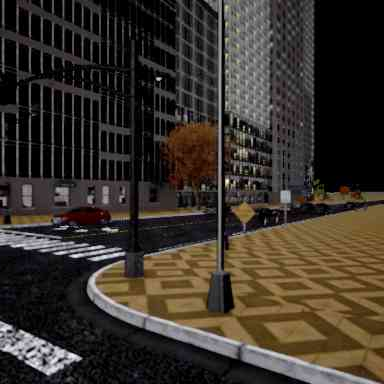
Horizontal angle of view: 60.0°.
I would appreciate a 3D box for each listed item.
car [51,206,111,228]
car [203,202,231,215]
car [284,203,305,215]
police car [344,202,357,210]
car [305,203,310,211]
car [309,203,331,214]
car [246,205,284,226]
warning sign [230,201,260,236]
[{"bbox_3d":[-8.160,1.814,24.891,1.812,1.442,4.674,0,-1,33],"label":"car"},{"bbox_3d":[3.241,2.015,42.536,2.097,1.767,4.553,0,-1,33],"label":"car"},{"bbox_3d":[13.701,2.385,46.505,2.033,1.411,5.357,0,-1,33],"label":"car"},{"bbox_3d":[31.399,2.725,65.928,1.930,1.638,5.238,0,-1,33],"label":"police car"},{"bbox_3d":[19.022,2.517,54.840,1.837,1.490,4.892,0,-1,33],"label":"car"},{"bbox_3d":[19.184,2.440,48.957,1.837,1.490,4.892,0,0,33],"label":"car"},{"bbox_3d":[5.897,2.002,28.314,1.837,1.490,4.892,0,-1,33],"label":"car"},{"bbox_3d":[2.963,1.446,18.673,1.300,1.860,1.060,1,1,33],"label":"warning sign"}]
